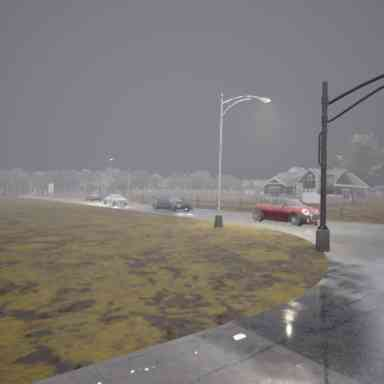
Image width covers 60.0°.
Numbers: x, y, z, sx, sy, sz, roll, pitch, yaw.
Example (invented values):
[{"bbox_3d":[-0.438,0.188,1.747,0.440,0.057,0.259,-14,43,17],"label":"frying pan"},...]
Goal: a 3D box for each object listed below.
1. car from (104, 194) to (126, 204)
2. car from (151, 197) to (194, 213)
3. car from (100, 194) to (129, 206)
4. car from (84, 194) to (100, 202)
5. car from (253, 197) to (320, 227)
[{"bbox_3d":[-12.365,1.087,53.019,1.994,1.385,4.181,2,-1,-35],"label":"car"},{"bbox_3d":[-2.043,1.185,32.311,2.033,1.411,5.357,2,0,-36],"label":"car"},{"bbox_3d":[-9.925,1.026,43.408,1.812,1.442,4.674,2,-1,-35],"label":"car"},{"bbox_3d":[-18.165,1.007,61.169,2.033,1.411,5.357,2,-1,-35],"label":"car"},{"bbox_3d":[6.035,1.155,20.968,2.097,1.767,4.553,2,0,-35],"label":"car"}]
